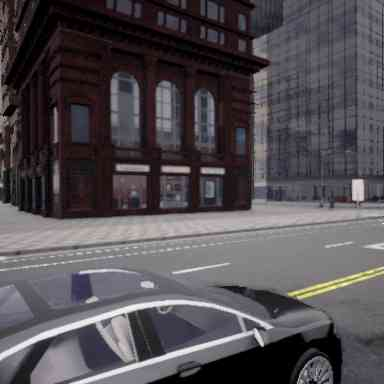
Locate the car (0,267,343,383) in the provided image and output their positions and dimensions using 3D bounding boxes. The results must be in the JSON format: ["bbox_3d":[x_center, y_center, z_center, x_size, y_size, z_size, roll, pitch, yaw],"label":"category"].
[{"bbox_3d":[-0.557,1.492,3.041,4.902,1.511,2.128,0,0,-36],"label":"car"}]
